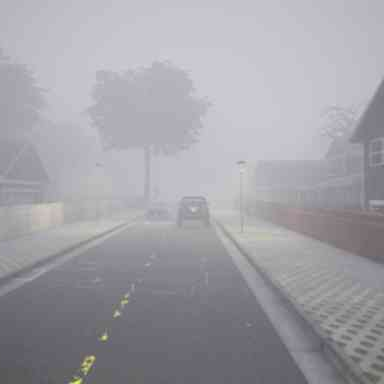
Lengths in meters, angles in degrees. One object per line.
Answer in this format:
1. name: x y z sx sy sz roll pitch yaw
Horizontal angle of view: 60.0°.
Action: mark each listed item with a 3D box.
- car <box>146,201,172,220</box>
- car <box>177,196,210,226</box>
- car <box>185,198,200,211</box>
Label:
1. car: -2.857 1.534 29.177 1.882 1.535 5.008 0 0 0
2. car: 0.099 1.266 23.781 2.150 2.045 5.566 0 0 0
3. car: 0.098 1.569 43.170 1.882 1.535 5.008 0 0 0
